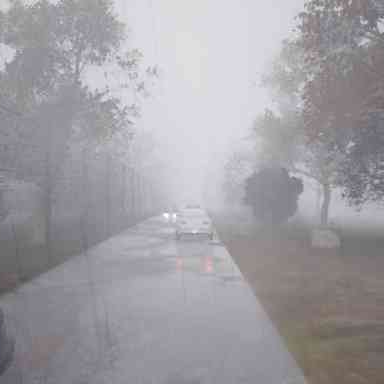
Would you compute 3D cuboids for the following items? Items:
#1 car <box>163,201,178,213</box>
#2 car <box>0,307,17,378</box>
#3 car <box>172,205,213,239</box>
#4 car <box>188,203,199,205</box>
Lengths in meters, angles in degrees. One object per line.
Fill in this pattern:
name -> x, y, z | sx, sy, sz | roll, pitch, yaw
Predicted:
car -> -2.697, 2.009, 44.197 | 2.128, 1.511, 4.902 | 0, -1, 1
car -> -2.848, 1.549, 1.305 | 2.033, 1.411, 5.357 | 0, 0, 0
car -> 0.123, 1.616, 17.760 | 1.812, 1.442, 4.674 | 0, -1, 0
car -> 0.184, 1.898, 35.262 | 1.994, 1.385, 4.181 | 0, -1, 0
